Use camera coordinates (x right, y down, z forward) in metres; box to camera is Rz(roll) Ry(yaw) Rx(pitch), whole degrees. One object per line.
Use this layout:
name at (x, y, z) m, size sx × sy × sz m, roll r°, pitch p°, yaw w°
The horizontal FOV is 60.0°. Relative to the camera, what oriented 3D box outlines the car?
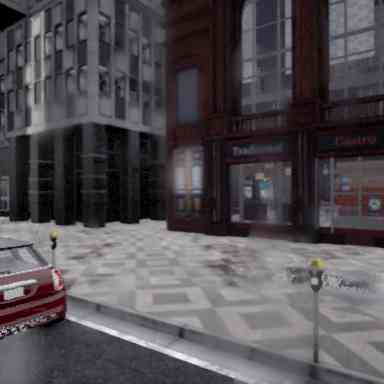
car at (-4.121, 1.496, 5.902) m, size 4.097 × 1.590 × 1.967 m, roll -1°, pitch 0°, yaw 36°
